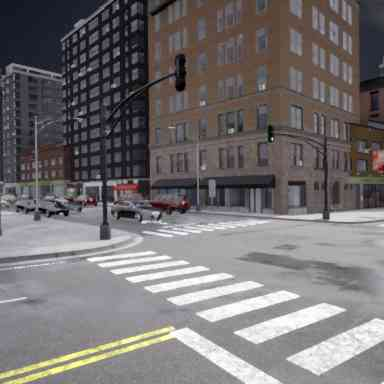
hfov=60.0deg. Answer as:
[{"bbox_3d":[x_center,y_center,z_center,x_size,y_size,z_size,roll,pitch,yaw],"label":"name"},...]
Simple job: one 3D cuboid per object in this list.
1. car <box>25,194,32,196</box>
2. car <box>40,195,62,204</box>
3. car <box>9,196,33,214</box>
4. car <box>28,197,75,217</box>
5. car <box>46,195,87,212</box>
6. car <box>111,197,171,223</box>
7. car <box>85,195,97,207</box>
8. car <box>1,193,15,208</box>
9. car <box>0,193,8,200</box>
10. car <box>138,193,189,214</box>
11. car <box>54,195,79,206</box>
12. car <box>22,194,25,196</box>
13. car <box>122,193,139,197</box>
[{"bbox_3d":[-29.321,1.043,58.840,1.802,1.307,4.206,0,1,-44],"label":"car"},{"bbox_3d":[-21.642,1.135,50.943,1.802,1.307,4.206,0,1,-44],"label":"car"},{"bbox_3d":[-16.231,1.374,33.148,1.947,1.339,4.313,0,1,-44],"label":"car"},{"bbox_3d":[-12.392,1.417,29.200,1.947,1.339,4.313,0,1,-44],"label":"car"},{"bbox_3d":[-12.808,1.311,33.576,1.812,1.442,4.674,-1,1,-44],"label":"car"},{"bbox_3d":[-4.174,1.371,24.690,2.128,1.511,4.902,-1,1,-44],"label":"car"},{"bbox_3d":[-13.963,1.082,43.044,1.967,1.590,4.097,0,1,-44],"label":"car"},{"bbox_3d":[-23.789,1.247,40.921,1.752,1.417,4.829,0,1,-44],"label":"car"},{"bbox_3d":[-40.839,0.885,70.686,1.947,1.339,4.313,0,1,-44],"label":"car"},{"bbox_3d":[-2.445,1.085,31.196,2.192,1.841,5.009,0,1,-44],"label":"car"},{"bbox_3d":[-17.803,1.180,46.994,1.802,1.307,4.206,0,1,-44],"label":"car"},{"bbox_3d":[-25.657,1.162,46.872,1.812,1.442,4.674,-1,1,-44],"label":"car"},{"bbox_3d":[-6.284,1.043,35.145,2.192,1.841,5.009,0,1,-44],"label":"car"}]
